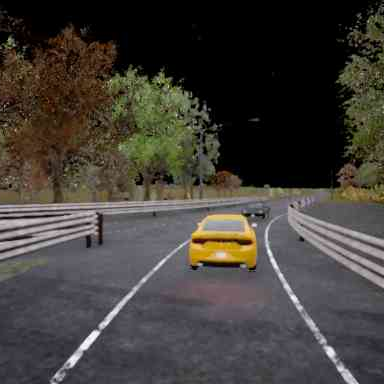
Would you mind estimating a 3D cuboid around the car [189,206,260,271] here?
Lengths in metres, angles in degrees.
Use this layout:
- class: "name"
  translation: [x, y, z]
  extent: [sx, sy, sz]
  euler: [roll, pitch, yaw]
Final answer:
- class: "car"
  translation: [1.133, 1.470, 11.062]
  extent: [1.882, 1.535, 5.008]
  euler: [0, 0, 9]

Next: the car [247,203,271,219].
- class: "car"
  translation: [5.625, 1.585, 28.602]
  extent: [1.895, 1.301, 4.718]
  euler: [1, 0, 20]

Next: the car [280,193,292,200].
- class: "car"
  translation: [21.167, 0.941, 74.736]
  extent: [2.097, 1.767, 4.553]
  euler: [1, 0, 23]
